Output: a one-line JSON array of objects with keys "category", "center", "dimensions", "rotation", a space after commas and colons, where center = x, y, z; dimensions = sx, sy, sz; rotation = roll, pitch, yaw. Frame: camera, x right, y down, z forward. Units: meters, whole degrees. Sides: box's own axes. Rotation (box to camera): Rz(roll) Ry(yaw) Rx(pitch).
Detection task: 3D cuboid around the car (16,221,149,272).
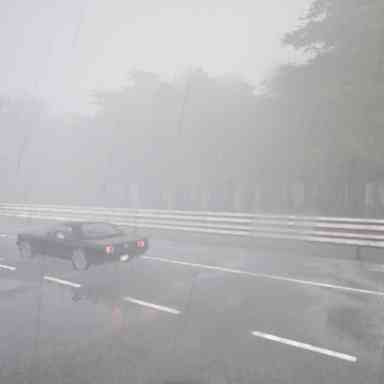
[{"category": "car", "center": [-3.743, 1.604, 10.844], "dimensions": [4.718, 1.301, 1.895], "rotation": [0, 0, 36]}]
